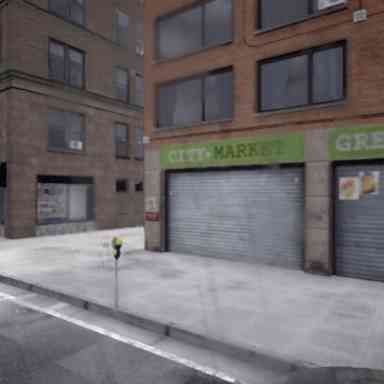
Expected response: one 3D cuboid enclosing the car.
[{"bbox_3d":[2.220,1.552,1.226,4.403,1.369,2.008,0,0,35],"label":"car"}]
